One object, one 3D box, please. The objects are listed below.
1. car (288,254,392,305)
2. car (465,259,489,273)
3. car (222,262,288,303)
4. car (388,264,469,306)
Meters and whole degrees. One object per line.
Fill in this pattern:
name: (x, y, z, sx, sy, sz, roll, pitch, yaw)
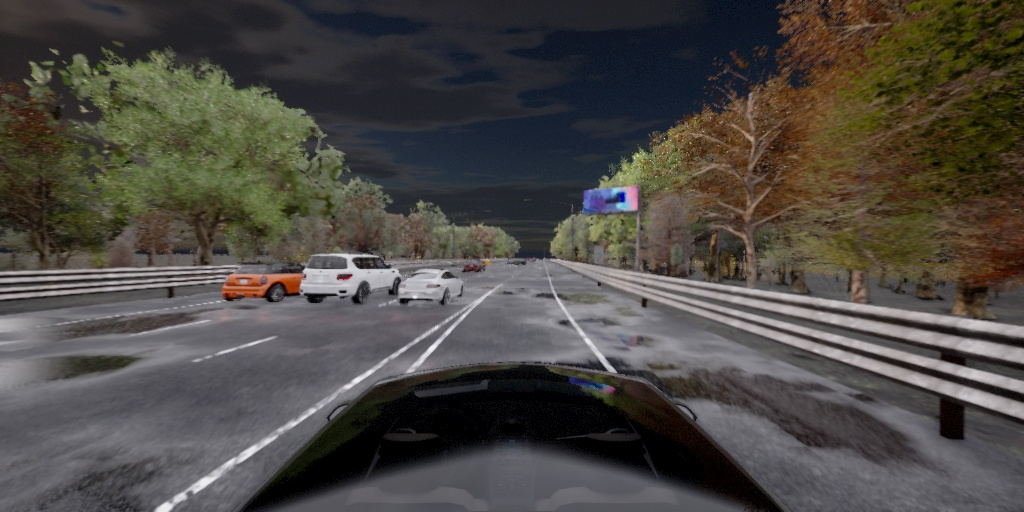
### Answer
car: (-6.841, 0.931, 15.917, 2.150, 2.045, 5.566, 1, 0, 5)
car: (-4.466, 1.117, 43.397, 2.097, 1.767, 4.553, 1, 0, 5)
car: (-10.333, 1.029, 16.170, 2.097, 1.767, 4.553, 1, 0, 5)
car: (-3.372, 1.265, 15.512, 1.812, 1.442, 4.674, 0, 0, 5)
